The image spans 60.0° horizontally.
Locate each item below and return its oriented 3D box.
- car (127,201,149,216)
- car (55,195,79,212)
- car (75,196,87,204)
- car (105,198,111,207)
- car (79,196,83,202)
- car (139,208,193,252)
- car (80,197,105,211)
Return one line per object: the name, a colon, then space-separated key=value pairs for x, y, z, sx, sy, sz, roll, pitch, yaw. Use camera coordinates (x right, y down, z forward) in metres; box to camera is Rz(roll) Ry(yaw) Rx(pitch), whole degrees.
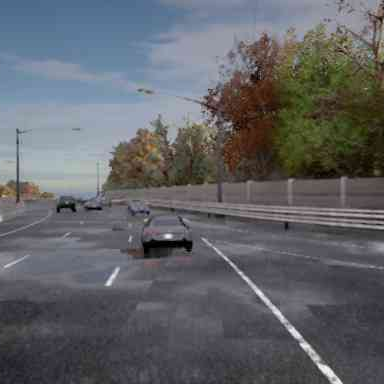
car: x=-5.696 y=1.690 z=34.967 sx=2.033 sy=1.411 sz=5.357 roll=0 pitch=0 yaw=-18
car: x=-16.219 y=1.464 z=42.732 sx=2.150 sy=2.045 sz=5.566 roll=0 pitch=0 yaw=-24
car: x=-23.760 y=1.694 z=71.036 sx=1.837 sy=1.490 sz=4.892 roll=0 pitch=0 yaw=-26
car: x=-14.928 y=1.762 z=55.607 sx=2.128 sy=1.511 sz=4.902 roll=0 pitch=0 yaw=-30
car: x=-20.291 y=1.814 z=64.774 sx=1.882 sy=1.535 sz=5.008 roll=0 pitch=0 yaw=-29
car: x=-1.122 y=1.614 z=14.256 sx=1.994 sy=1.385 sz=4.181 roll=0 pitch=0 yaw=-7
car: x=-13.607 y=1.795 z=45.338 sx=1.994 sy=1.385 sz=4.181 roll=0 pitch=0 yaw=-24
